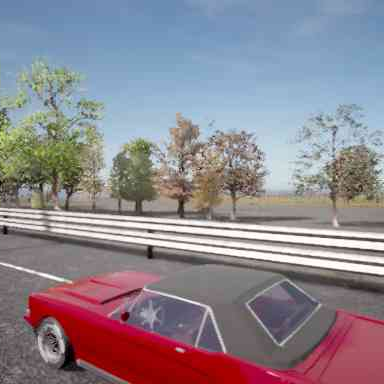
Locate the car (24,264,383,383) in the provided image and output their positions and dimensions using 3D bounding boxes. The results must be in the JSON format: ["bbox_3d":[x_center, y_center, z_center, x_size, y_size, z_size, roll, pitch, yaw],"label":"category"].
[{"bbox_3d":[-0.008,1.595,4.024,4.718,1.301,1.895,0,0,36],"label":"car"}]
